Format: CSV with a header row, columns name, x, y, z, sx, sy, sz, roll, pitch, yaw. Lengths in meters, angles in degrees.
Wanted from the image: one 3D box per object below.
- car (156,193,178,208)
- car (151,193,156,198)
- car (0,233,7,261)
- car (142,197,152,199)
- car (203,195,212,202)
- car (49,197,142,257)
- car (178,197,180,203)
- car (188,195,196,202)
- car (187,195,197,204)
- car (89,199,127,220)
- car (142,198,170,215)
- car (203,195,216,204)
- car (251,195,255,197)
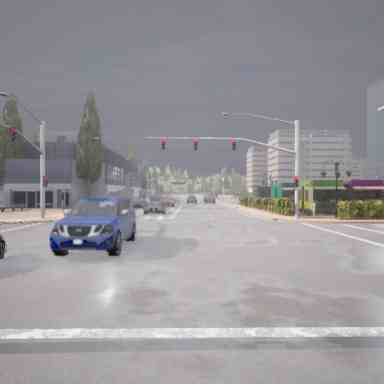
name,x,y,z,sx,sy,sz,roll,pitch,yaw
car,-3.608,1.353,47.985,2.097,1.767,4.553,0,0,0
car,-7.023,1.223,67.642,2.150,2.045,5.566,0,0,0
car,-7.102,1.564,9.275,1.994,1.385,4.181,0,0,0
car,-7.110,1.547,45.274,2.033,1.411,5.357,0,0,0
car,3.482,1.397,73.981,1.812,1.442,4.674,0,0,0
car,-3.604,1.222,13.256,2.150,2.045,5.566,0,0,0
car,-3.517,1.608,68.261,1.895,1.301,4.718,0,0,0
car,-0.018,1.372,73.979,1.837,1.490,4.892,0,0,0
car,-0.016,1.491,63.705,2.128,1.511,4.902,0,0,0
car,-7.285,1.478,29.455,1.882,1.535,5.008,0,0,3
car,-3.609,1.564,33.208,1.994,1.385,4.181,0,0,0
car,3.484,1.491,63.706,2.128,1.511,4.902,0,0,0
car,17.748,1.153,86.877,4.605,1.855,1.932,0,0,-2
